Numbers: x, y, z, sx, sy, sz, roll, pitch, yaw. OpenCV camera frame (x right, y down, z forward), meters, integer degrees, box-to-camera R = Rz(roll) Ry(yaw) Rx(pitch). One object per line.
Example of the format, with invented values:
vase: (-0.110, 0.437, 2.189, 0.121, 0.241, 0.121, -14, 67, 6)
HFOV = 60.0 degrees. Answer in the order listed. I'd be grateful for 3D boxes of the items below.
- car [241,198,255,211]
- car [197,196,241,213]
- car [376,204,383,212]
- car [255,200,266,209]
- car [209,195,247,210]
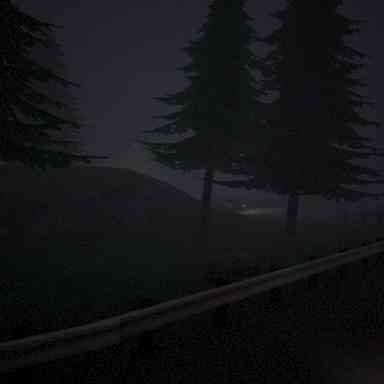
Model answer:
car: (4.637, 1.492, 40.089, 4.892, 1.490, 1.837, 0, 0, 36)
car: (2.709, 1.514, 37.163, 4.674, 1.442, 1.812, 0, 0, 36)
car: (21.080, 1.552, 32.590, 5.357, 1.411, 2.033, 0, 0, 36)
car: (7.973, 1.509, 46.313, 4.674, 1.442, 1.812, 0, 0, 36)
car: (4.790, 1.330, 44.289, 4.553, 1.767, 2.097, 0, 0, 36)
